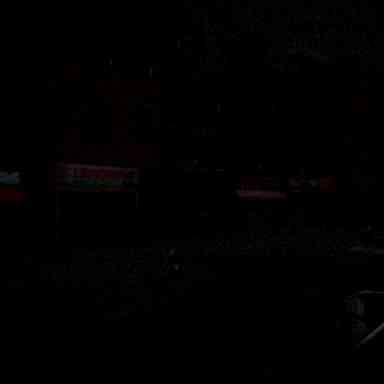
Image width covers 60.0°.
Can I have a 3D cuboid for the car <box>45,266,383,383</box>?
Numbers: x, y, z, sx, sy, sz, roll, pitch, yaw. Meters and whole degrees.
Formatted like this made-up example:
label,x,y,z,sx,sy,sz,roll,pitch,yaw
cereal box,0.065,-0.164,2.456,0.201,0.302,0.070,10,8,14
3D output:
label,x,y,z,sx,sy,sz,roll,pitch,yaw
car,0.760,1.568,3.318,4.313,1.339,1.947,0,1,-35
